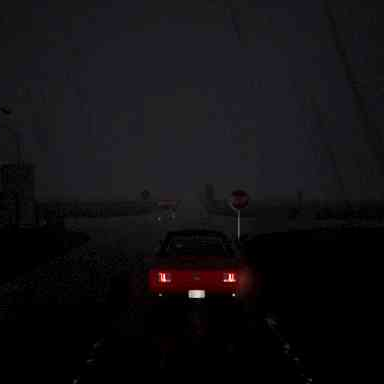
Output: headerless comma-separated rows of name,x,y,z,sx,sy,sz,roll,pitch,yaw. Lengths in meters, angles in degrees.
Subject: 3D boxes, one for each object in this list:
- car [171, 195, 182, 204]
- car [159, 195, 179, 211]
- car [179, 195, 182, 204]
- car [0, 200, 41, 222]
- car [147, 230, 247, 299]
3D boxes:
car,-2.832,1.385,62.219,1.837,1.490,4.892,0,0,0
car,-2.849,1.430,39.291,1.882,1.535,5.008,0,0,-1
car,-2.873,1.402,49.340,1.882,1.535,5.008,0,0,0
car,-12.843,1.303,22.807,4.553,1.767,2.097,0,0,0
car,0.093,1.598,8.372,1.895,1.301,4.718,0,0,0
